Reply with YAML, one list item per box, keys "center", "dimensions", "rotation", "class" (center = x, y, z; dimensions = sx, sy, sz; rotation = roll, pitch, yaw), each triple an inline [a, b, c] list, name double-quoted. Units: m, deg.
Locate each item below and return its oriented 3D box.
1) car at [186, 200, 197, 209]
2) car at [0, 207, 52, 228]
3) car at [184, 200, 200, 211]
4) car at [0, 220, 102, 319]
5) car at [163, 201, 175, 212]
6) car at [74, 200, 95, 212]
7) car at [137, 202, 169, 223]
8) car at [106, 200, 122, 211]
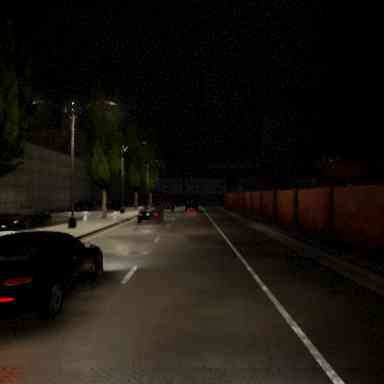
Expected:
- center: [-0.010, 2.063, 57.636]
  dimensions: [1.812, 1.442, 4.674]
  rotation: [0, -1, 0]
  class: "car"
- center: [-11.604, 1.764, 23.154]
  dimensions: [2.033, 1.411, 5.357]
  rotation: [0, -1, 0]
  class: "car"
- center: [-0.008, 1.947, 47.378]
  dimensions: [1.837, 1.490, 4.892]
  rotation: [0, -1, 0]
  class: "car"
- center: [-3.401, 1.596, 7.420]
  dimensions: [1.812, 1.442, 4.674]
  rotation: [0, -1, 0]
  class: "car"
- center: [-3.408, 1.976, 45.975]
  dimensions: [2.033, 1.411, 5.357]
  rotation: [0, -1, 0]
  class: "car"
- center: [-15.062, 1.941, 46.651]
  dimensions: [1.837, 1.490, 4.892]
  rotation: [0, -1, 0]
  class: "car"
- center: [-3.405, 1.810, 28.170]
  dimensions: [2.033, 1.411, 5.357]
  rotation: [0, -1, 0]
  class: "car"
- center: [-11.542, 1.961, 48.767]
  dimensions: [1.837, 1.490, 4.892]
  rotation: [0, -1, 1]
  class: "car"
